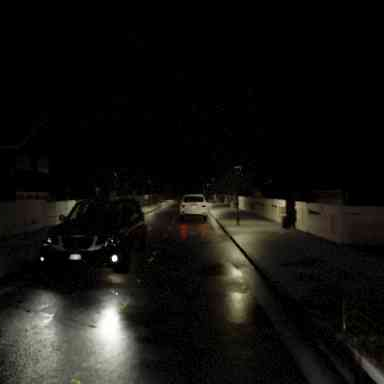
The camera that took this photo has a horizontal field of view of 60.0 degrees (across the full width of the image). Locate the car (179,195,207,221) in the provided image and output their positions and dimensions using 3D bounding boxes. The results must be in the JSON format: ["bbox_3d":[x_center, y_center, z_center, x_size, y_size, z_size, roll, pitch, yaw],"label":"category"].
[{"bbox_3d":[0.118,1.235,27.916,2.150,2.045,5.566,0,0,0],"label":"car"}]

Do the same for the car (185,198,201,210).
[{"bbox_3d":[0.099,1.581,43.761,2.033,1.411,5.357,0,0,0],"label":"car"}]

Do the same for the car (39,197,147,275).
[{"bbox_3d":[-2.828,1.224,10.865,2.150,2.045,5.566,0,0,0],"label":"car"}]
